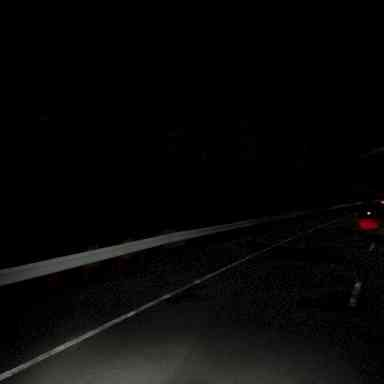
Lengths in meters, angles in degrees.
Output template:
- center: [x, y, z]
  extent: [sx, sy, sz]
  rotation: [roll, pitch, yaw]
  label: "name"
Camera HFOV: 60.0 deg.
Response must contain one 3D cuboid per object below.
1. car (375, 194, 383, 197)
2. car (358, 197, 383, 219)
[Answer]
- center: [22.143, 1.221, 38.119]
  extent: [2.150, 2.045, 5.566]
  rotation: [0, 0, 36]
  label: "car"
- center: [16.079, 1.505, 29.588]
  extent: [1.837, 1.490, 4.892]
  rotation: [0, 0, 35]
  label: "car"
